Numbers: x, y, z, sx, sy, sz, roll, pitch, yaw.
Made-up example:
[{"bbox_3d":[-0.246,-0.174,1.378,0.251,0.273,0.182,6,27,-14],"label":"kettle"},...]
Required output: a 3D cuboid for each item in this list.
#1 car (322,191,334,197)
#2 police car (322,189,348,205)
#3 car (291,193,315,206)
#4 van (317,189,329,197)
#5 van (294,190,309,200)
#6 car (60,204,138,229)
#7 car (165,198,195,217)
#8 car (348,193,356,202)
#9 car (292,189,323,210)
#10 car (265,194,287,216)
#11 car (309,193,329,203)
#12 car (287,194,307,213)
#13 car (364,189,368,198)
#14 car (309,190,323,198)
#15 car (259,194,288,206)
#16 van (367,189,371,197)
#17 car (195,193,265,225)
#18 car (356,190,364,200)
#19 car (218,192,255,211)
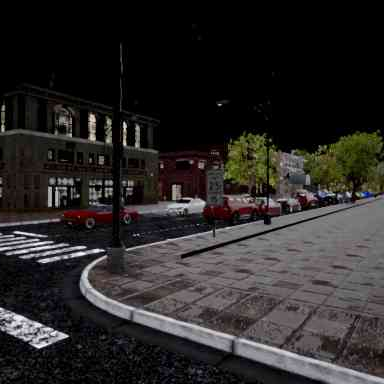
[{"bbox_3d":[33.436,0.437,81.715,2.008,1.369,4.403,1,2,34],"label":"car"},{"bbox_3d":[19.838,0.847,46.376,1.930,1.638,5.238,1,1,35],"label":"police car"},{"bbox_3d":[14.988,0.970,44.754,1.812,1.442,4.674,1,1,35],"label":"car"},{"bbox_3d":[30.298,0.297,77.142,1.690,1.788,3.998,1,2,34],"label":"van"},{"bbox_3d":[20.877,0.504,63.440,1.690,1.788,3.998,1,2,34],"label":"van"},{"bbox_3d":[-5.583,1.401,20.401,1.895,1.301,4.718,1,1,34],"label":"car"},{"bbox_3d":[-0.337,1.215,28.036,1.812,1.442,4.674,1,1,35],"label":"car"},{"bbox_3d":[23.707,0.690,52.040,2.097,1.767,4.553,1,1,35],"label":"car"},{"bbox_3d":[12.090,0.892,35.867,2.192,1.841,5.009,1,2,34],"label":"car"},{"bbox_3d":[5.808,1.152,26.734,1.967,1.590,4.097,1,2,34],"label":"car"},{"bbox_3d":[19.997,0.860,52.139,1.812,1.442,4.674,1,1,35],"label":"car"},{"bbox_3d":[8.947,1.195,31.305,2.008,1.369,4.403,1,2,34],"label":"car"},{"bbox_3d":[34.165,0.622,67.983,1.752,1.417,4.829,1,2,34],"label":"car"},{"bbox_3d":[27.157,0.465,72.578,1.967,1.590,4.097,1,2,34],"label":"car"},{"bbox_3d":[10.924,0.997,44.341,2.033,1.411,5.357,1,1,35],"label":"car"},{"bbox_3d":[40.351,0.301,76.974,1.690,1.788,3.998,1,2,34],"label":"van"},{"bbox_3d":[2.669,1.093,22.164,2.192,1.841,5.009,1,1,34],"label":"car"},{"bbox_3d":[30.928,0.750,63.277,1.802,1.307,4.206,1,2,34],"label":"car"},{"bbox_3d":[4.784,0.932,35.469,2.097,1.767,4.553,1,1,35],"label":"car"}]
